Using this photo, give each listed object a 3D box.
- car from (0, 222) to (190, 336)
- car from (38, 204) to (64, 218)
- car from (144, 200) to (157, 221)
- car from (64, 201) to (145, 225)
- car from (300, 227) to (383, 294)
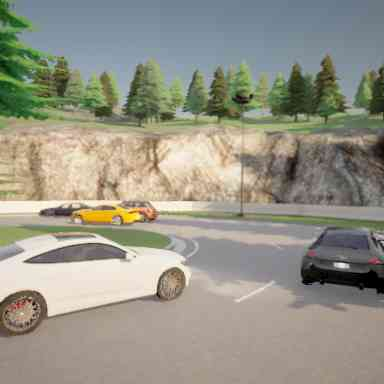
[{"bbox_3d":[-2.191,1.550,6.697,4.674,1.442,1.812,1,0,-38],"label":"car"},{"bbox_3d":[-11.166,1.654,30.731,5.357,1.411,2.033,1,-1,-12],"label":"car"},{"bbox_3d":[-5.211,1.497,27.250,4.553,1.767,2.097,0,0,15],"label":"car"},{"bbox_3d":[-6.261,1.588,23.969,5.008,1.535,1.882,0,-2,14],"label":"car"},{"bbox_3d":[4.357,1.677,9.373,1.994,1.385,4.181,1,0,28],"label":"car"}]
